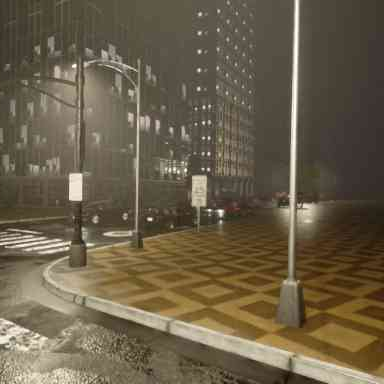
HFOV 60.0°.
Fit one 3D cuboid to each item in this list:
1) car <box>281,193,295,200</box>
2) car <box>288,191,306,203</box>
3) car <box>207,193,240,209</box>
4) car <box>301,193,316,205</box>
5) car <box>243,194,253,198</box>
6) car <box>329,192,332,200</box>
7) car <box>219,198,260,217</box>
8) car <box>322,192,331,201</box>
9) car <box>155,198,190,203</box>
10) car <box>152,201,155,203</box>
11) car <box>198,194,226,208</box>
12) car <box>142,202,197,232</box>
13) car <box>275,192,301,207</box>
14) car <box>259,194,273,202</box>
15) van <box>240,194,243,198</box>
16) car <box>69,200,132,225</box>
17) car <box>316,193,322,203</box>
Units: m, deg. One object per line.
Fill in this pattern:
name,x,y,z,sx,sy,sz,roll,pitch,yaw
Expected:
car,22.589,0.996,78.127,2.008,1.369,4.403,2,1,30
car,19.359,0.882,60.987,2.150,2.045,5.566,1,1,28
car,3.802,1.269,40.589,1.812,1.442,4.674,1,1,31
car,18.646,1.273,54.635,1.752,1.417,4.829,2,1,30
car,8.401,1.050,53.669,1.967,1.590,4.097,2,1,30
car,29.909,0.932,74.035,2.192,1.841,5.009,2,1,30
car,4.380,1.495,30.050,1.802,1.307,4.206,2,1,30
car,27.068,1.231,69.152,1.802,1.307,4.206,2,1,30
car,-1.290,1.366,31.834,1.994,1.385,4.181,1,1,30
car,-2.953,1.308,34.106,1.947,1.339,4.313,2,1,30
car,2.725,1.116,43.887,1.967,1.590,4.097,2,1,30
car,-1.292,1.545,20.275,1.947,1.339,4.313,2,1,30
car,12.890,1.254,44.711,1.967,1.590,4.097,2,1,30
car,14.075,1.089,63.453,1.887,1.381,4.507,2,1,30
van,5.565,0.984,48.776,1.690,1.788,3.998,2,1,30
car,-6.276,1.364,23.231,1.837,1.490,4.892,1,1,30
car,21.398,1.155,59.374,1.967,1.590,4.097,2,1,30
